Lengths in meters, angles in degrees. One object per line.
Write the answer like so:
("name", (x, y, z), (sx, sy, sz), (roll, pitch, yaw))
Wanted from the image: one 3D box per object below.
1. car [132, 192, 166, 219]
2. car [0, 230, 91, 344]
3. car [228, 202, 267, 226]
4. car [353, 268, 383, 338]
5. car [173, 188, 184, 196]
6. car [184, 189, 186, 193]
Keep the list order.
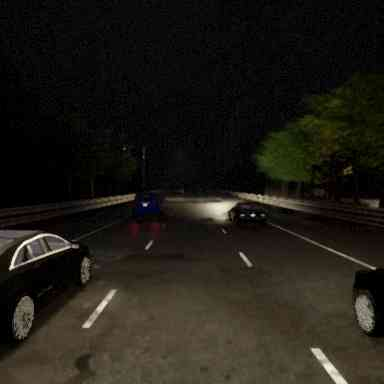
("car", (-3.415, 1.013, 26.993), (2.150, 2.045, 5.566), (0, 1, 0))
("car", (-3.403, 1.468, 6.342), (2.128, 1.511, 4.902), (0, 0, 0))
("car", (3.589, 1.398, 22.107), (2.033, 1.411, 5.357), (0, 1, 0))
("car", (3.598, 1.466, 3.544), (1.882, 1.535, 5.008), (0, 0, 0))
("car", (-3.539, 0.296, 81.908), (1.812, 1.442, 4.674), (0, 1, 0))
("car", (-3.545, 0.023, 92.909), (2.128, 1.511, 4.902), (0, 1, 0))
